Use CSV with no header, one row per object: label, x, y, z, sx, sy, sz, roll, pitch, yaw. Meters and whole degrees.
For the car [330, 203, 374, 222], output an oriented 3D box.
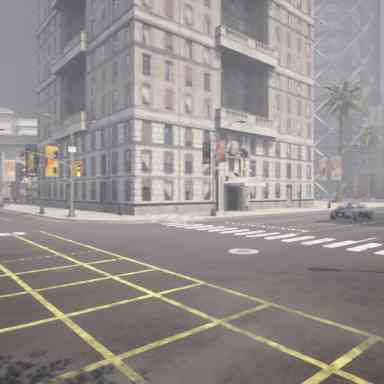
car,12.701,1.560,26.423,4.181,1.385,1.994,0,0,-40
